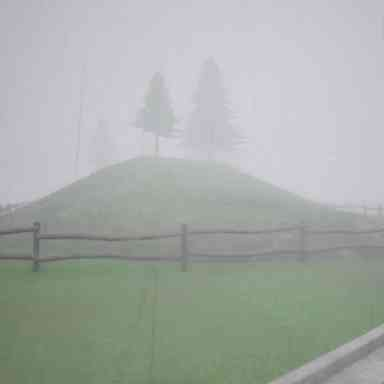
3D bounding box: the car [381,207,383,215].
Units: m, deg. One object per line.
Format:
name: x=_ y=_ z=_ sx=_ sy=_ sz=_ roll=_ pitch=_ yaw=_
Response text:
car: x=24.419 y=2.049 z=39.358 sx=1.882 sy=1.535 sz=5.008 roll=1 pitch=-1 yaw=-1
